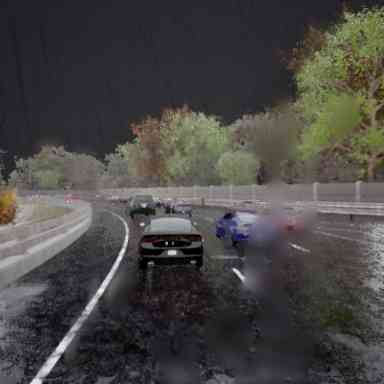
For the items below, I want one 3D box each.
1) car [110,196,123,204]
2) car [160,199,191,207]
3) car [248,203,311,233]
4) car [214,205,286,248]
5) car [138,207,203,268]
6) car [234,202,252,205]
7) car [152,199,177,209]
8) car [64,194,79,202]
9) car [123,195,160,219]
[{"bbox_3d":[-14.338,1.493,65.039,2.097,1.767,4.553,0,0,-36],"label":"car"},{"bbox_3d":[-1.406,1.540,31.207,2.128,1.511,4.902,0,0,-17],"label":"car"},{"bbox_3d":[5.066,1.572,19.332,1.994,1.385,4.181,0,0,-11],"label":"car"},{"bbox_3d":[2.253,1.535,14.900,1.812,1.442,4.674,0,0,-8],"label":"car"},{"bbox_3d":[-0.781,1.497,11.461,1.882,1.535,5.008,0,0,-6],"label":"car"},{"bbox_3d":[4.628,1.585,29.794,1.994,1.385,4.181,0,0,-29],"label":"car"},{"bbox_3d":[-4.002,1.679,47.571,1.895,1.301,4.718,0,0,-25],"label":"car"},{"bbox_3d":[-30.881,1.461,85.216,2.150,2.045,5.566,0,0,-40],"label":"car"},{"bbox_3d":[-4.771,1.282,30.436,2.150,2.045,5.566,0,0,-16],"label":"car"}]
